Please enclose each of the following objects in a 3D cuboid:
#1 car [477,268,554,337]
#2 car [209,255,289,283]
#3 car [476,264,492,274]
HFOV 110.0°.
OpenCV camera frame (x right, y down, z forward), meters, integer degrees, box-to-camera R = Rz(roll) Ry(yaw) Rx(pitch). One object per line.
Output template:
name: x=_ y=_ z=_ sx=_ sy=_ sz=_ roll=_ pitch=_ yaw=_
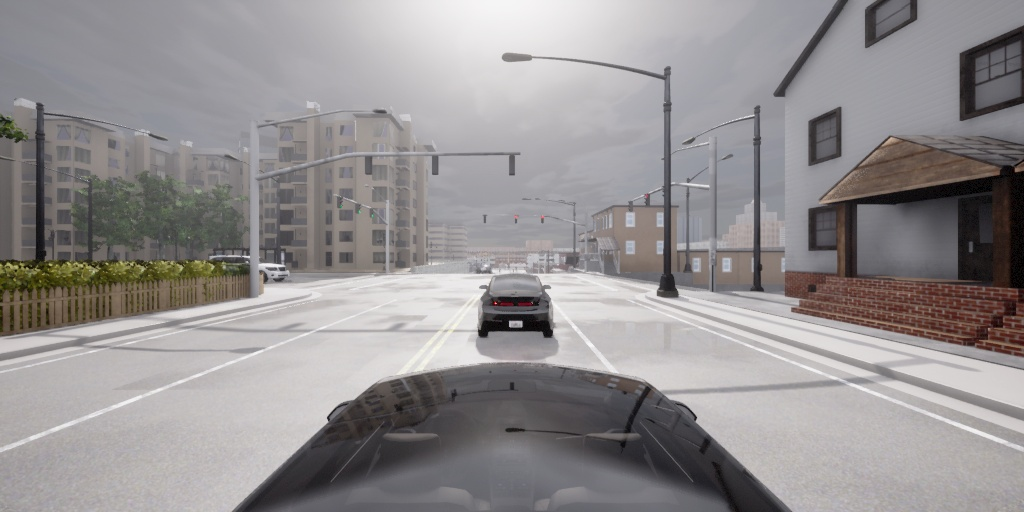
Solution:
car: x=0.095 y=1.255 z=10.319 sx=1.837 sy=1.490 sz=4.892 roll=0 pitch=0 yaw=0
car: x=-19.946 y=0.971 z=27.017 sx=5.566 sy=2.045 sz=2.150 roll=0 pitch=0 yaw=1
car: x=-3.600 y=1.755 z=47.134 sx=2.128 sy=1.511 sz=4.902 roll=0 pitch=-5 yaw=0
